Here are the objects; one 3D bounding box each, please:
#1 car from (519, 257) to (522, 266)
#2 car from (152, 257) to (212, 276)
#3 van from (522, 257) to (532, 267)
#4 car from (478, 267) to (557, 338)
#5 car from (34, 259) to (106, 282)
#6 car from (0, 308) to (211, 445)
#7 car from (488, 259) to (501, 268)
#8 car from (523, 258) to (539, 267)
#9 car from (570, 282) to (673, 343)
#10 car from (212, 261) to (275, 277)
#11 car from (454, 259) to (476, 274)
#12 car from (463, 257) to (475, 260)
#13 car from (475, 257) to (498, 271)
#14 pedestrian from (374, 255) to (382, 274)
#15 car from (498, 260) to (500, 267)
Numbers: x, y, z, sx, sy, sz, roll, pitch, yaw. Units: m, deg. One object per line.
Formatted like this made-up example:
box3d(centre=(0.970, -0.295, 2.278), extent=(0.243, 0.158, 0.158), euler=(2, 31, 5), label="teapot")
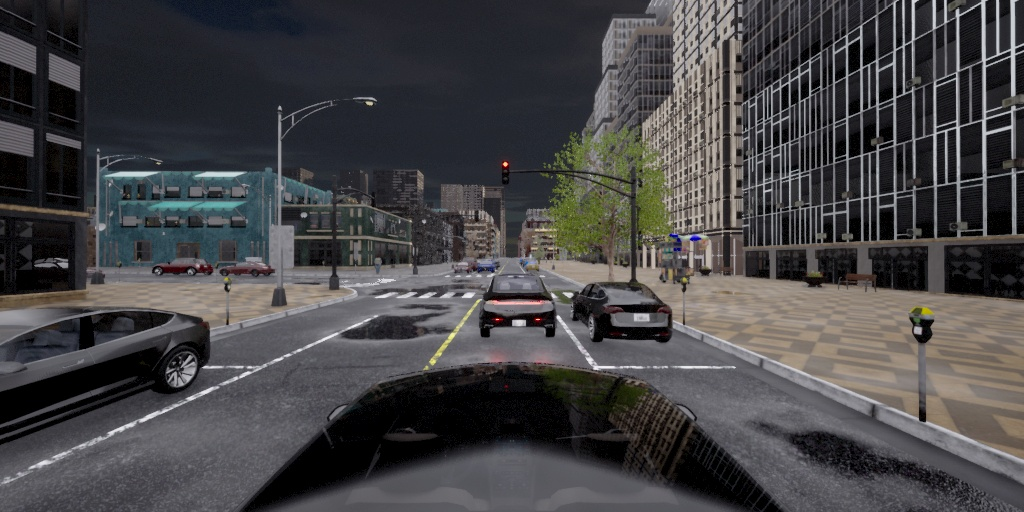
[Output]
box3d(centre=(2.717, 1.308, 64.218), extent=(2.007, 1.370, 4.403), euler=(0, 0, 0), label="car")
box3d(centre=(-28.357, 0.880, 30.860), extent=(4.097, 1.591, 1.967), euler=(0, 0, -1), label="car")
box3d(centre=(2.713, 1.096, 53.116), extent=(1.690, 1.789, 3.998), euler=(0, 0, 0), label="van")
box3d(centre=(0.114, 1.242, 10.207), extent=(2.128, 1.511, 4.902), euler=(0, 0, -1), label="car")
box3d(centre=(-28.242, 0.981, 22.481), extent=(4.207, 1.307, 1.802), euler=(0, 0, -1), label="car")
box3d(centre=(-5.689, 1.316, 4.000), extent=(1.948, 1.339, 4.313), euler=(0, 0, 0), label="car")
box3d(centre=(-3.034, 1.305, 63.986), extent=(2.033, 1.411, 5.357), euler=(0, 0, 1), label="car")
box3d(centre=(2.710, 1.280, 47.735), extent=(1.751, 1.417, 4.829), euler=(0, 0, 0), label="car")
box3d(centre=(2.694, 1.316, 9.536), extent=(1.948, 1.339, 4.313), euler=(0, 0, 0), label="car")
box3d(centre=(-22.809, 1.091, 30.936), extent=(4.207, 1.307, 1.802), euler=(0, 0, -1), label="car")
box3d(centre=(-5.673, 1.336, 42.015), extent=(1.802, 1.307, 4.207), euler=(0, 0, 0), label="car")
box3d(centre=(-5.670, 1.069, 47.566), extent=(2.192, 1.841, 5.009), euler=(0, 0, 0), label="car")
box3d(centre=(-3.083, 1.232, 43.687), extent=(1.882, 1.535, 5.008), euler=(0, 0, 0), label="car")
box3d(centre=(-12.736, 0.790, 34.023), extent=(0.375, 1.860, 0.375), euler=(0, -1, -1), label="pedestrian")
box3d(centre=(-3.057, 1.320, 53.538), extent=(1.994, 1.385, 4.181), euler=(0, 0, 1), label="car")
